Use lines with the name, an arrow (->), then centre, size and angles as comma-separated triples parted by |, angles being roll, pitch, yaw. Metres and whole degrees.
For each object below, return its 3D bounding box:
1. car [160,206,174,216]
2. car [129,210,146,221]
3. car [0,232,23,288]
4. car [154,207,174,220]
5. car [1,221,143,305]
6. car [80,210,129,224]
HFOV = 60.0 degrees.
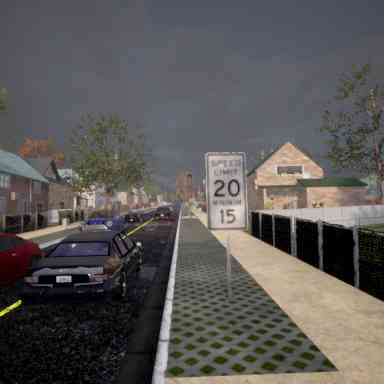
car -> -3.684, 2.846, 49.354 | 1.895, 1.301, 4.718 | -1, -1, -2
car -> -6.087, 2.550, 35.320 | 1.895, 1.301, 4.718 | -1, -1, -1
car -> -5.330, 1.764, 8.076 | 1.812, 1.442, 4.674 | -1, -1, 0
car -> -3.331, 2.456, 38.915 | 1.882, 1.535, 5.008 | -1, -1, -1
car -> -2.467, 1.737, 8.713 | 2.033, 1.411, 5.357 | -1, -1, -2
car -> -5.701, 1.941, 21.423 | 2.097, 1.767, 4.553 | -1, -2, -2
